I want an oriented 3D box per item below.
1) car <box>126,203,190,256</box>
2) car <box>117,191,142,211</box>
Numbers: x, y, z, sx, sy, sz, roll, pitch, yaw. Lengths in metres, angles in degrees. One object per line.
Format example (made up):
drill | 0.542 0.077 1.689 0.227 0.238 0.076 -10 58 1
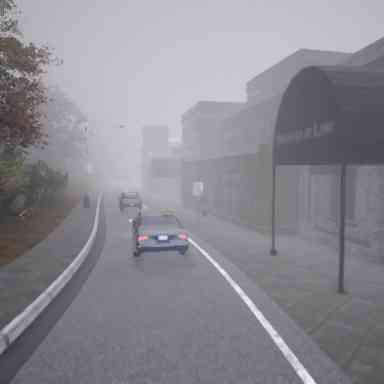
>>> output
car | -1.360 1.391 12.607 2.033 1.411 5.357 -1 2 -11
car | -5.413 0.696 28.890 2.128 1.511 4.902 -1 3 -15
